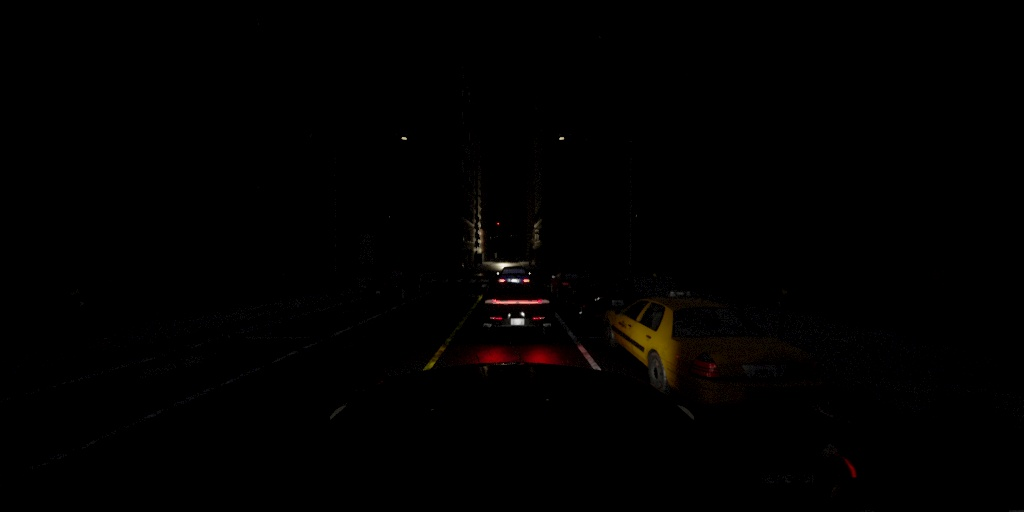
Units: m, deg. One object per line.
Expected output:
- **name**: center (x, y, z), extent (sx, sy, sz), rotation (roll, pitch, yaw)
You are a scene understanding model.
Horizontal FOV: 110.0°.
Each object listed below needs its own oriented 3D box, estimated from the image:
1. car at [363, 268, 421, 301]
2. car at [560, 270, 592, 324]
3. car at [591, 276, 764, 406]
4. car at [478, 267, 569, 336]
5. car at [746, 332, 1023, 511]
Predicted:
- **car**: center (-5.662, 1.284, 17.389), extent (1.888, 1.381, 4.507), rotation (0, 0, 0)
- **car**: center (2.880, 1.309, 11.800), extent (1.948, 1.339, 4.313), rotation (0, 0, 0)
- **car**: center (2.876, 1.272, 6.384), extent (1.751, 1.417, 4.829), rotation (0, 0, 0)
- **car**: center (0.107, 1.236, 10.326), extent (2.128, 1.511, 4.902), rotation (0, 0, 0)
- **car**: center (2.873, 1.301, 0.628), extent (2.007, 1.370, 4.403), rotation (0, 0, 0)
